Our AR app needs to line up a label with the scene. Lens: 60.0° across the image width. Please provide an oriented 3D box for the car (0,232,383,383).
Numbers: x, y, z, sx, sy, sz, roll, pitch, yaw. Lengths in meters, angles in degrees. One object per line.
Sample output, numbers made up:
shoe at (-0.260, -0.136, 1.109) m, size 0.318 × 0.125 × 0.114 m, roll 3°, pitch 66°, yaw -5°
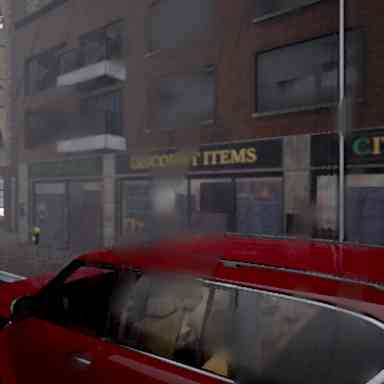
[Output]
car at (-0.138, 1.317, 2.972) m, size 5.009 × 1.841 × 2.192 m, roll 0°, pitch 0°, yaw 36°
